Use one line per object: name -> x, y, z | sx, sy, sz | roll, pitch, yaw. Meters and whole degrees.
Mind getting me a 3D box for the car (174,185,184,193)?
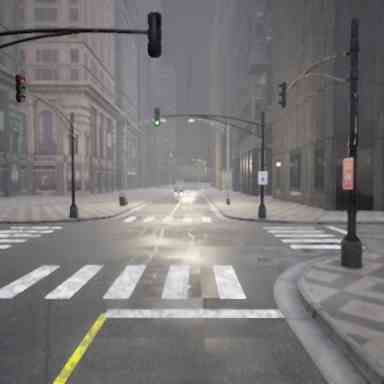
car -> -2.676, -0.570, 67.428 | 2.128, 1.511, 4.902 | 0, 2, 0
